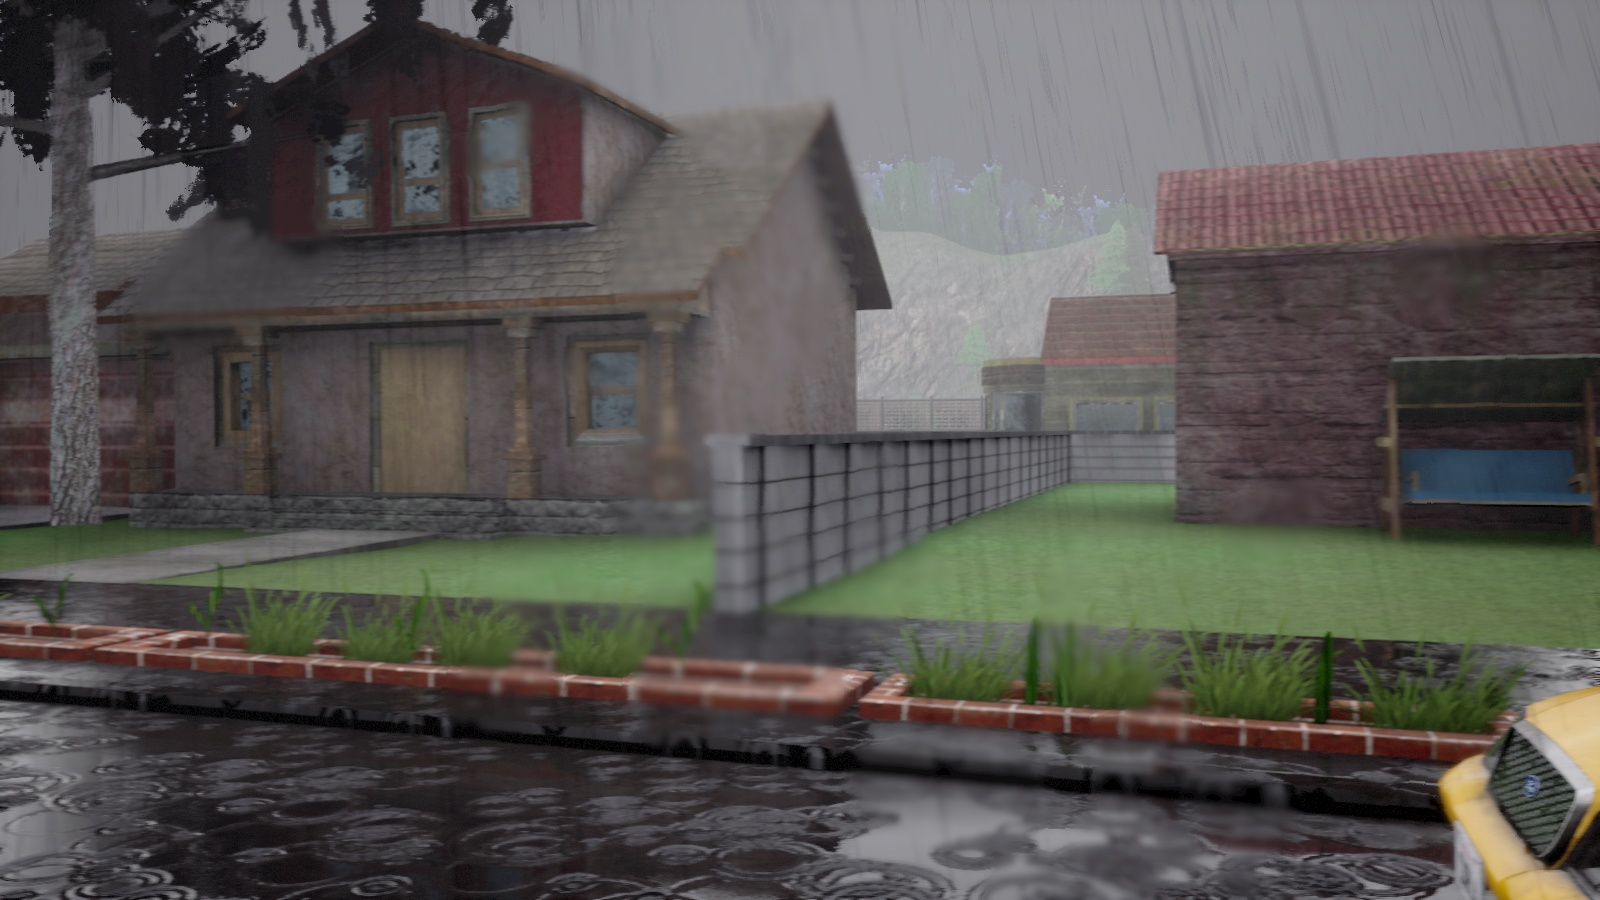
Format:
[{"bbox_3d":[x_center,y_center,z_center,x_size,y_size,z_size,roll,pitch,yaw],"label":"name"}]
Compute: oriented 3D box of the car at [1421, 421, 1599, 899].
[{"bbox_3d":[4.243,0.745,2.292,5.366,1.575,1.801,1,1,19],"label":"car"}]
